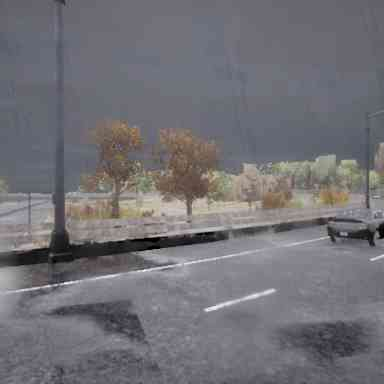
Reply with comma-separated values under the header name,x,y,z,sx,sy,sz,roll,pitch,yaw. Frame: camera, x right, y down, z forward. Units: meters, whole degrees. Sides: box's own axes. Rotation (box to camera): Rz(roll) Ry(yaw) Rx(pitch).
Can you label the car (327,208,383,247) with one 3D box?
name,x,y,z,sx,sy,sz,roll,pitch,yaw
car,7.922,1.493,15.180,4.902,1.511,2.128,0,0,-44
